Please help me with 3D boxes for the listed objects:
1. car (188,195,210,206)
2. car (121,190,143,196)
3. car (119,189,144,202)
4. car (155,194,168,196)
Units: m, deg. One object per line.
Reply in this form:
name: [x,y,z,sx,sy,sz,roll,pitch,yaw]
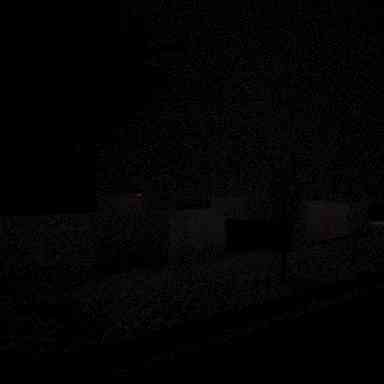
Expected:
car: [0.482,1.140,39.125,2.128,1.511,4.902,1,0,-36]
car: [-9.652,0.931,53.308,1.882,1.535,5.008,1,0,-36]
car: [-10.848,0.585,59.663,2.150,2.045,5.566,1,0,-36]
car: [-4.770,1.051,51.336,2.033,1.411,5.357,1,0,-35]
